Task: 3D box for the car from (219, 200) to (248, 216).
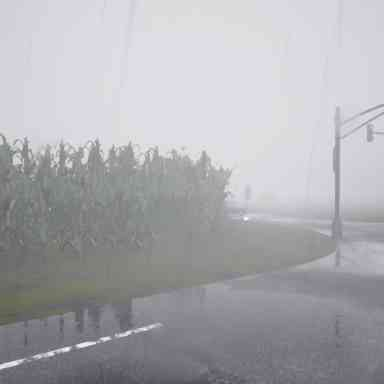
[{"bbox_3d":[3.143,1.501,31.939,2.033,1.411,5.357,1,0,-26],"label":"car"}]
